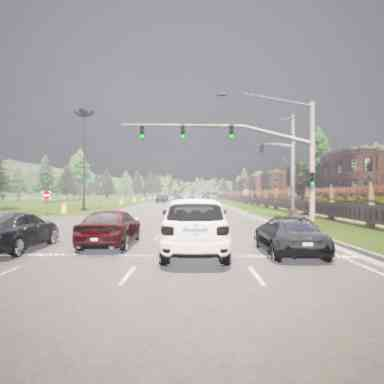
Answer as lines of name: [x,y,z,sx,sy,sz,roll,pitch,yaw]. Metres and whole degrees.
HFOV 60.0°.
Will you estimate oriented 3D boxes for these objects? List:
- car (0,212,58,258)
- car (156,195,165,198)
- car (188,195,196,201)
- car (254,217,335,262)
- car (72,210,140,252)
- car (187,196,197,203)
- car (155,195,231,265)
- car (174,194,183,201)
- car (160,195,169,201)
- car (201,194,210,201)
car: [-6.905,1.537,12.965,1.837,1.490,4.892,0,0,0]
car: [-6.994,1.517,74.526,2.097,1.767,4.553,0,0,0]
car: [0.006,1.564,84.559,2.033,1.411,5.357,0,0,0]
car: [3.593,1.593,12.314,1.994,1.385,4.181,0,0,0]
car: [-3.404,1.510,14.035,1.882,1.535,5.008,0,0,0]
car: [0.006,1.700,74.139,2.033,1.411,5.357,0,0,0]
car: [0.093,1.251,11.885,2.150,2.045,5.566,0,0,0]
car: [-3.494,1.380,84.530,2.097,1.767,4.553,0,0,0]
car: [-6.994,1.525,84.560,1.837,1.490,4.892,0,0,0]
car: [3.506,1.380,84.529,2.097,1.767,4.553,0,0,0]
